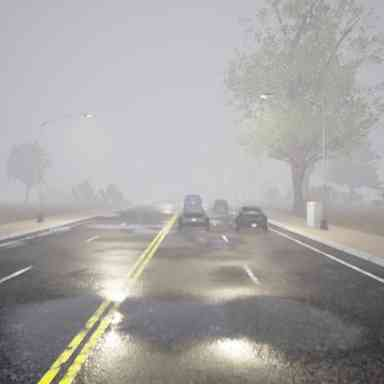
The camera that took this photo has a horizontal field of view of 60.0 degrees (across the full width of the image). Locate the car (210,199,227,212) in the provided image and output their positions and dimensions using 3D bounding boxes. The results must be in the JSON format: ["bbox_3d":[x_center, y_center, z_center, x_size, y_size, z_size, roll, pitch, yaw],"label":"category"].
[{"bbox_3d":[3.344,1.593,40.114,1.837,1.490,4.892,0,0,0],"label":"car"}]

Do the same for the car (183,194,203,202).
[{"bbox_3d":[0.097,1.308,39.397,2.150,2.045,5.566,0,0,0],"label":"car"}]

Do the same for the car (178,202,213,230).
[{"bbox_3d":[0.109,1.616,21.643,1.994,1.385,4.181,0,0,0],"label":"car"}]

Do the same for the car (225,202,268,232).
[{"bbox_3d":[3.365,1.555,20.384,1.837,1.490,4.892,0,0,0],"label":"car"}]
